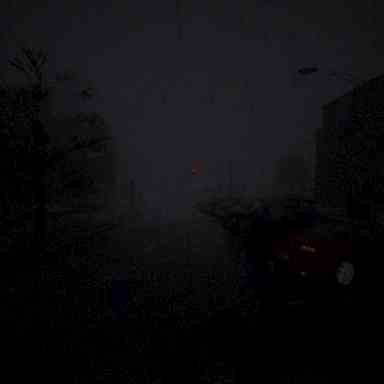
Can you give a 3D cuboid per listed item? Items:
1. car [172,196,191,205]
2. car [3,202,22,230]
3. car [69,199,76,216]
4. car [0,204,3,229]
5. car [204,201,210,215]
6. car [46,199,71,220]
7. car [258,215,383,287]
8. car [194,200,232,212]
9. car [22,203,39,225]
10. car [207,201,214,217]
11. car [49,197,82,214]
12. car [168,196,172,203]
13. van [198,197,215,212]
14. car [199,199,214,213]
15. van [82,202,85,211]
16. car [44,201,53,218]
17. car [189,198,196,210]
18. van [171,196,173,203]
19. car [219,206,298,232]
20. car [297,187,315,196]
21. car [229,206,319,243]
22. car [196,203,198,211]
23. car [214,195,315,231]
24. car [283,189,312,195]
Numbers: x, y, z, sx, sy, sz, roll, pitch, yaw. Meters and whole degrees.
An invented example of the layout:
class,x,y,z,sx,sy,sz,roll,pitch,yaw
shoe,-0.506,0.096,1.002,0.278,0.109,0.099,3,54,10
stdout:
class,x,y,z,sx,sy,sz,roll,pitch,yaw
car,-1.801,2.261,83.094,4.553,1.767,2.185,1,-1,-30
car,-13.970,1.581,21.803,4.553,1.767,2.185,-1,0,-22
car,-14.859,1.813,33.541,5.366,1.575,1.946,-1,0,-24
car,-14.040,1.680,18.761,5.366,1.575,1.946,-1,0,-22
car,3.848,1.774,30.491,4.674,1.452,2.002,1,-1,-24
car,-14.324,1.782,30.740,5.366,1.575,1.946,-1,-1,-23
car,4.671,1.559,9.362,5.008,1.535,2.097,1,-1,-21
car,2.910,1.895,45.520,4.792,1.488,2.163,1,-1,-25
car,-14.140,1.774,24.749,4.674,1.452,2.002,-1,0,-23
car,4.027,1.749,27.472,4.674,1.452,2.002,1,0,-23
car,-14.875,1.714,36.583,4.553,1.767,2.185,-1,0,-24
car,-2.803,2.177,89.025,5.566,2.045,2.435,1,0,-30
van,3.355,1.557,36.469,4.442,1.987,1.878,1,0,-24
car,3.671,1.761,33.505,4.892,1.521,2.231,1,0,-24
van,-15.037,1.640,39.574,4.442,1.987,1.878,-1,-1,-24
car,-14.306,1.801,27.705,4.674,1.452,2.002,-1,0,-23
car,2.819,1.829,42.461,5.366,1.575,1.946,1,0,-25
van,-2.366,2.181,86.018,4.442,1.987,1.878,1,0,-30
car,4.310,1.699,21.441,4.674,1.452,2.002,1,-1,-23
car,20.642,0.104,58.032,2.435,2.045,5.566,-6,3,-30
car,4.538,1.609,15.398,5.008,1.535,2.097,1,0,-22
car,3.262,1.685,39.542,4.553,1.767,2.185,1,0,-25
car,4.411,1.382,18.406,5.566,2.045,2.435,1,0,-22
car,17.689,0.680,57.544,2.002,1.452,4.674,-6,3,-30
